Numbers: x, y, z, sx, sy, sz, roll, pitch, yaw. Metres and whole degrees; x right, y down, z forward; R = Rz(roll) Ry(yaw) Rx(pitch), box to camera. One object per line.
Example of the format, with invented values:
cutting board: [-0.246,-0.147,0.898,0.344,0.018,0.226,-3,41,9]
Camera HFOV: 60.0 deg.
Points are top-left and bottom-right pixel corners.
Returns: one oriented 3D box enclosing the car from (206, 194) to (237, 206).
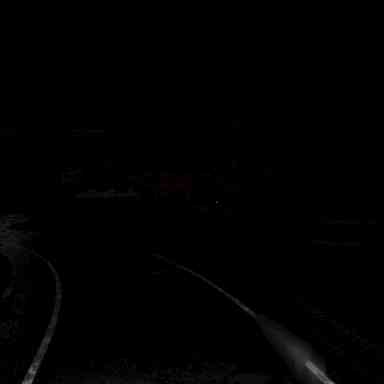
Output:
car: [5.185,1.507,54.315,4.892,1.490,1.837,-1,0,-37]

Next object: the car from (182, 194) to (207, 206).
car: [0.873,1.346,59.805,5.566,2.045,2.150,-1,0,-37]

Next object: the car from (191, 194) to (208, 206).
car: [3.062,1.610,57.076,5.357,1.411,2.033,-1,0,-36]
